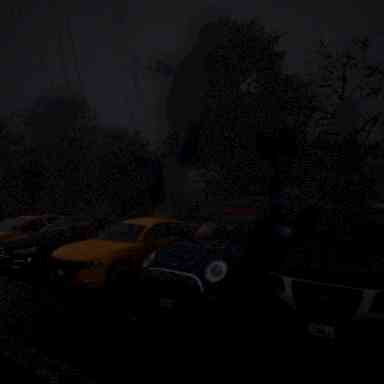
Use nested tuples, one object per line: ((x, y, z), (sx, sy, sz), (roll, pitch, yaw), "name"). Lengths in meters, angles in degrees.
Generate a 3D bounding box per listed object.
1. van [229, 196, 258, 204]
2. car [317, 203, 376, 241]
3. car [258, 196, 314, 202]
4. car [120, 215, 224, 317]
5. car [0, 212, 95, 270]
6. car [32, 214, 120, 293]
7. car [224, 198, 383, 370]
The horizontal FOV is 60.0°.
((4.080, 1.271, 21.574), (1.878, 1.987, 4.442), (0, 0, 36), "van")
((8.510, 1.476, 18.037), (1.946, 1.575, 5.366), (0, 0, 36), "car")
((6.381, 1.232, 19.820), (2.435, 2.045, 5.566), (0, 0, 36), "car")
((0.858, 1.355, 7.695), (2.185, 1.767, 4.553), (0, 0, 36), "car")
((-3.672, 1.500, 10.899), (2.231, 1.521, 4.892), (0, 0, 36), "car")
((-1.415, 1.485, 9.289), (2.097, 1.535, 5.008), (0, 0, 36), "car")
((3.079, 1.229, 6.035), (2.435, 2.045, 5.566), (0, 0, 36), "car")
